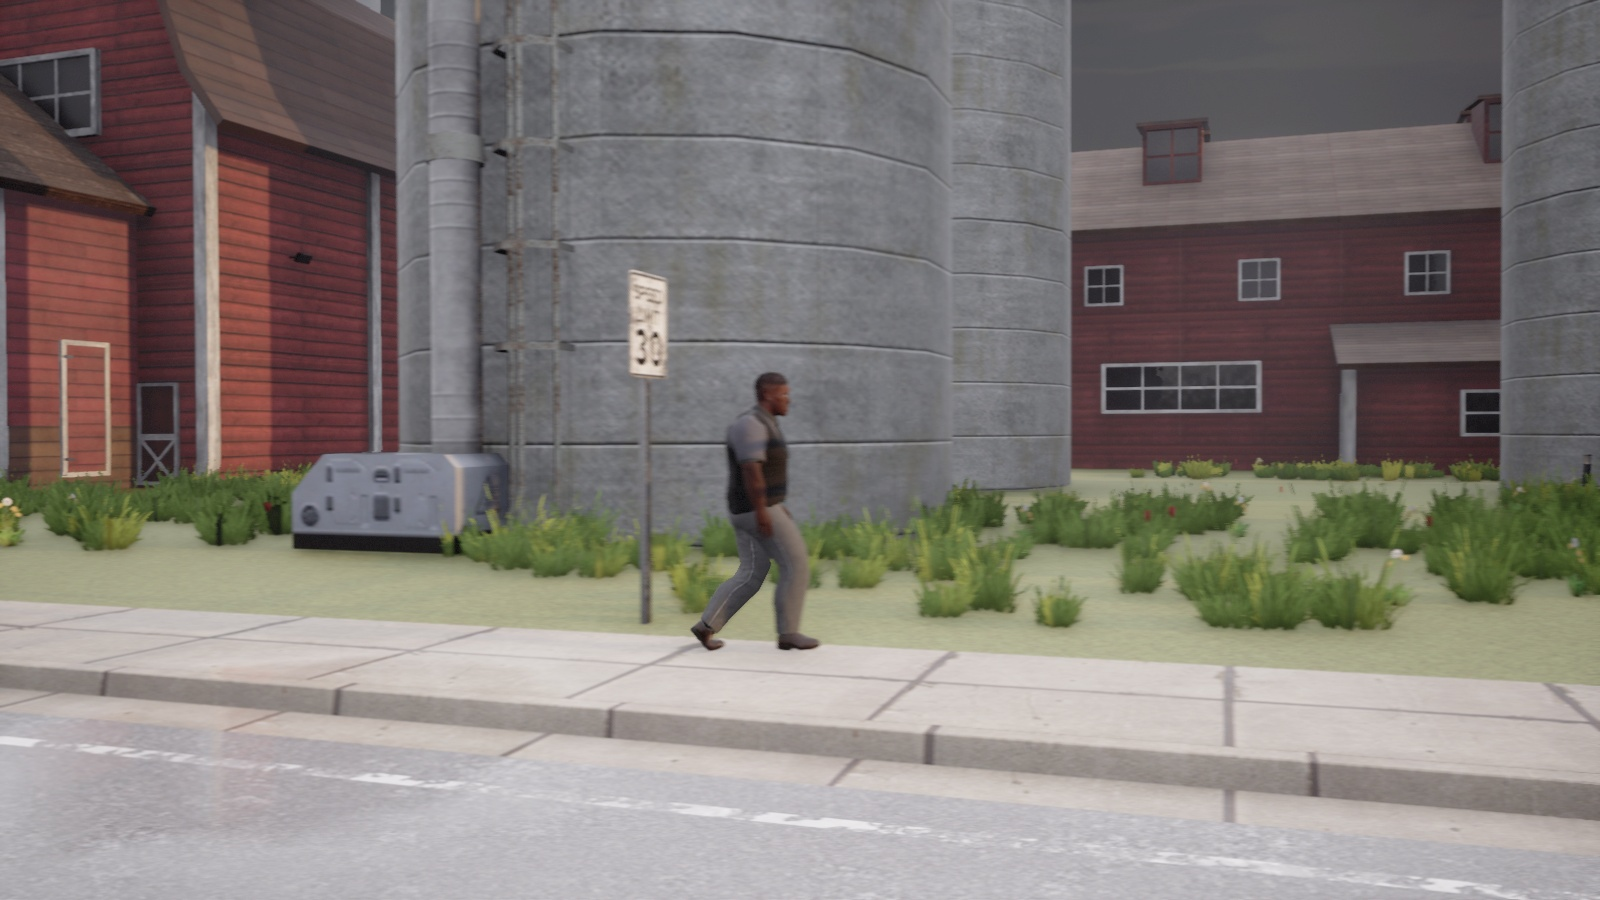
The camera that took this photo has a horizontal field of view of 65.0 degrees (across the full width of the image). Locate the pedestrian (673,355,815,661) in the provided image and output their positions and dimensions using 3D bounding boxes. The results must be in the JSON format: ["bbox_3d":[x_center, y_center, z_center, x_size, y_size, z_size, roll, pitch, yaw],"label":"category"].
[{"bbox_3d":[-0.344,0.352,8.011,0.849,1.883,0.563,0,1,2],"label":"pedestrian"}]
